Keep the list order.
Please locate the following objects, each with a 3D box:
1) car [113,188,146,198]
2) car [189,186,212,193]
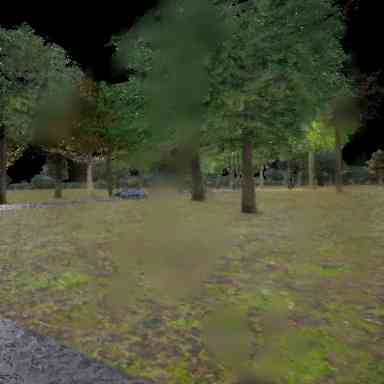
[{"bbox_3d":[-9.380,0.151,50.486,2.033,1.411,5.357,-1,2,38],"label":"car"},{"bbox_3d":[1.713,-0.441,64.735,2.033,1.411,5.357,-1,2,38],"label":"car"}]
